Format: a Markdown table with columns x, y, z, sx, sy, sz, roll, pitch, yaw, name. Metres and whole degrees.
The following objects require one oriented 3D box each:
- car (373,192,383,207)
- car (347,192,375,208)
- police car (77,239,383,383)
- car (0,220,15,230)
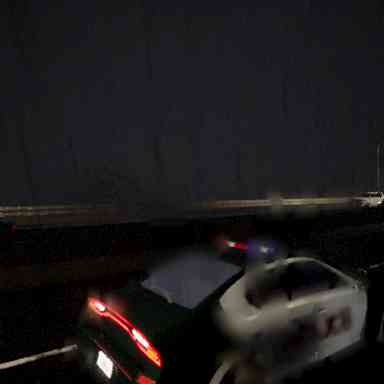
| x | y | z | sx | sy | sz | roll | pitch | yaw | name |
| --- | --- | --- | --- | --- | --- | --- | --- | --- | --- |
| 22.436 | 1.157 | 36.620 | 4.553 | 1.767 | 2.097 | 0 | 0 | -34 | car |
| 20.946 | 1.023 | 39.842 | 5.566 | 2.045 | 2.150 | 0 | 0 | -34 | car |
| 1.120 | 1.486 | 4.665 | 4.974 | 1.542 | 2.038 | 0 | 0 | -35 | police car |
| -8.418 | 1.493 | 10.874 | 4.902 | 1.511 | 2.128 | 0 | 0 | -35 | car |
